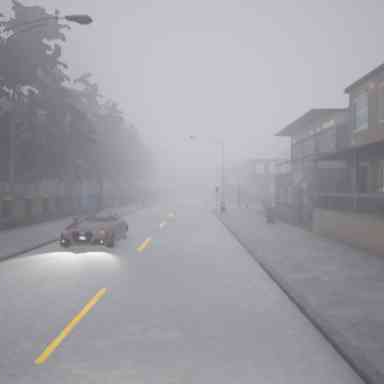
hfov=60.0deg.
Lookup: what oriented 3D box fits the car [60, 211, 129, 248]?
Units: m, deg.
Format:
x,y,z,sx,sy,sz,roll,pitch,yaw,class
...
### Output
x,y,z,sx,sy,sz,roll,pitch,yaw,class
-4.019,1.507,14.275,1.994,1.385,4.181,0,0,1,car
